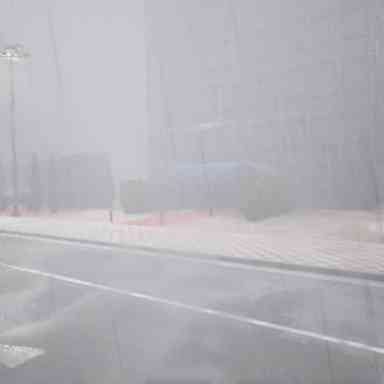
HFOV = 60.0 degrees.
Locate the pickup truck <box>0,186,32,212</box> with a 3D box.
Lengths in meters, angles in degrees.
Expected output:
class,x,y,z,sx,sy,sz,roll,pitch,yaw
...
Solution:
class,x,y,z,sx,sy,sz,roll,pitch,yaw
pickup truck,-15.730,0.561,29.881,2.390,2.098,6.274,-2,2,-26
